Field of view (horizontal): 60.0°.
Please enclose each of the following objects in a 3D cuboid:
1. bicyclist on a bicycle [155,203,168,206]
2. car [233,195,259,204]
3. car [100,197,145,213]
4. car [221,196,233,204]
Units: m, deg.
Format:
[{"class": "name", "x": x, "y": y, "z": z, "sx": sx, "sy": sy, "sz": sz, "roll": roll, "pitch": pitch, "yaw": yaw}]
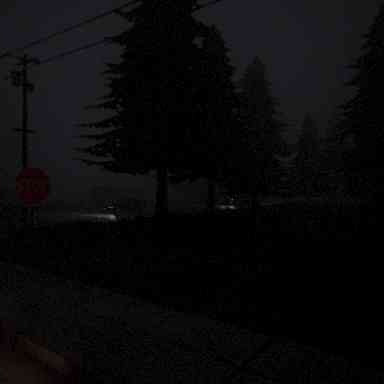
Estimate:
[{"class": "bicyclist on a bicycle", "x": -2.254, "y": 1.157, "z": 24.719, "sx": 1.656, "sy": 1.620, "sz": 0.582, "roll": 0, "pitch": 0, "yaw": 34}, {"class": "car", "x": 8.068, "y": 1.328, "z": 47.222, "sx": 1.812, "sy": 1.442, "sz": 4.674, "roll": 1, "pitch": 0, "yaw": 34}, {"class": "car", "x": -6.519, "y": 1.276, "z": 31.828, "sx": 1.837, "sy": 1.490, "sz": 4.892, "roll": 1, "pitch": 1, "yaw": 34}, {"class": "car", "x": 6.258, "y": 1.112, "z": 50.967, "sx": 2.097, "sy": 1.767, "sz": 4.553, "roll": 1, "pitch": 1, "yaw": 34}]
